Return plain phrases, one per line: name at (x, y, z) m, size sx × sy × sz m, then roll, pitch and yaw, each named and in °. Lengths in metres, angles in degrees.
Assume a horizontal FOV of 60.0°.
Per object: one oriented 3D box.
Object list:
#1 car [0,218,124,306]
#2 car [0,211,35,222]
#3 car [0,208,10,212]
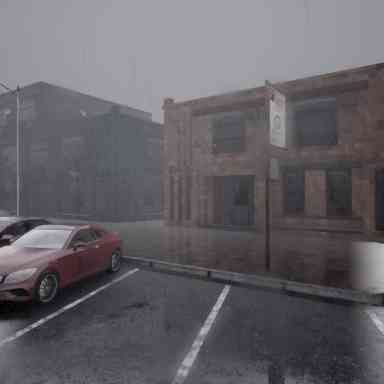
car at (-3.311, 1.527, 8.310) m, size 2.002 × 1.452 × 4.674 m, roll 1°, pitch -1°, yaw 15°
car at (-5.792, 1.518, 9.982) m, size 2.163 × 1.488 × 4.792 m, roll 1°, pitch -1°, yaw 15°
car at (-8.244, 1.366, 11.746) m, size 2.185 × 1.767 × 4.553 m, roll 1°, pitch -1°, yaw 15°
